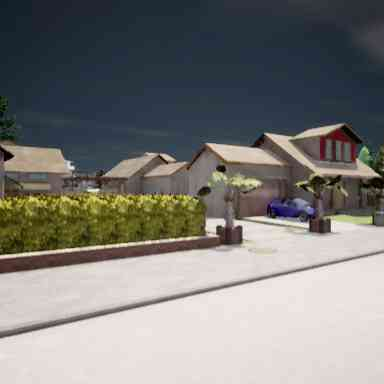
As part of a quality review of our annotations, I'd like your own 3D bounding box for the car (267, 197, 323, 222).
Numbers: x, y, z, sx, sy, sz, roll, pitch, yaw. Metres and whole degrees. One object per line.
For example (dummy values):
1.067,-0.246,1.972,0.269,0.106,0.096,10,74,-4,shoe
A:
6.915,1.130,22.389,1.845,1.501,3.633,0,0,-38,car
